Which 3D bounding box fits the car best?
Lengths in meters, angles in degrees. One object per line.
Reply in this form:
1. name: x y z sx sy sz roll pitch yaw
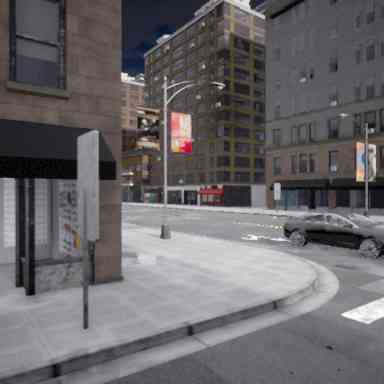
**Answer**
1. car: 5.789 1.499 12.795 2.128 1.511 4.902 0 0 -36
